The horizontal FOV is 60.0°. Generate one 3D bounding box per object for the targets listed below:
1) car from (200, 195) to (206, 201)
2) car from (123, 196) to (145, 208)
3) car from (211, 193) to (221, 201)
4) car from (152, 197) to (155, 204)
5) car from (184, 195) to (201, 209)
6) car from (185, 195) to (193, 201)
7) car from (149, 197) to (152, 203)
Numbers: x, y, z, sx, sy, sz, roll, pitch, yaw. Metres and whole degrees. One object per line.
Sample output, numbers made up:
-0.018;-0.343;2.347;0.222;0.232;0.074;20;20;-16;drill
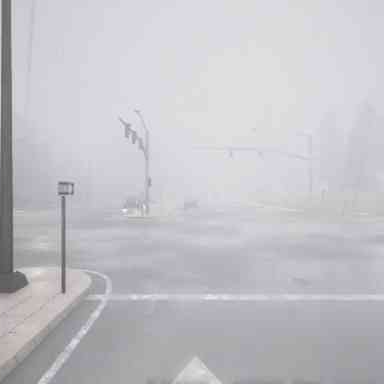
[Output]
2.727;1.524;85.886;1.812;1.442;4.674;0;0;-1;car
-8.263;1.352;46.729;2.097;1.767;4.553;0;0;-1;car
6.227;1.225;85.894;2.150;2.045;5.566;0;0;-1;car
-8.491;1.601;65.707;1.895;1.301;4.718;0;0;0;car
-0.135;1.525;44.781;1.812;1.442;4.674;0;0;-1;car
-0.772;1.500;85.824;1.837;1.490;4.892;0;0;-1;car
-8.391;1.505;55.763;1.837;1.490;4.892;0;0;-1;car
